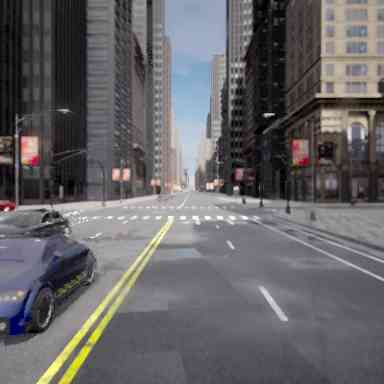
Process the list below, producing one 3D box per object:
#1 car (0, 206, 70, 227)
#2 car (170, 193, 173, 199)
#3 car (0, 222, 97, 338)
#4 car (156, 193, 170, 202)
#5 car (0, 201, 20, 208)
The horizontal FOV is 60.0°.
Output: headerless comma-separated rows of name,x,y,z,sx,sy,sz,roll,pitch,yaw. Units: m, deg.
car,-6.587,1.484,13.712,1.837,1.490,4.892,0,0,0
car,-6.512,1.134,94.514,2.097,1.767,4.553,0,0,0
car,-3.348,1.553,6.601,1.994,1.385,4.181,0,0,0
car,-6.509,1.211,72.305,2.097,1.767,4.553,0,0,0
car,-23.987,1.762,41.601,4.507,1.381,1.887,-1,1,0
